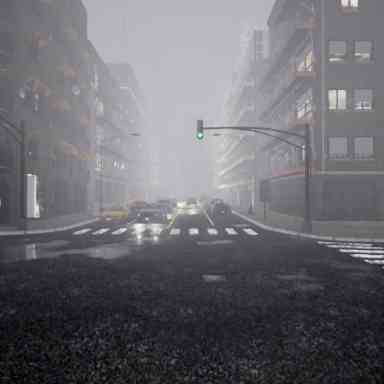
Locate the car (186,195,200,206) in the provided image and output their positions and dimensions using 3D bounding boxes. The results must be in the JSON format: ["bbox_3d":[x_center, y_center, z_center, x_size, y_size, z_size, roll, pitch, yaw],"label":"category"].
[{"bbox_3d":[-0.061,1.621,56.703,2.033,1.411,5.357,0,0,0],"label":"car"}]

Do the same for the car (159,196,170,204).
[{"bbox_3d":[-5.760,1.638,69.531,1.887,1.381,4.507,1,0,0],"label":"car"}]

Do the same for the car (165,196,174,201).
[{"bbox_3d":[-5.777,1.644,85.930,1.752,1.417,4.829,1,0,0],"label":"car"}]

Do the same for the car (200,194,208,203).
[{"bbox_3d":[2.624,1.408,69.527,2.192,1.841,5.009,1,0,0],"label":"car"}]

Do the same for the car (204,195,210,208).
[{"bbox_3d":[2.659,1.486,36.385,1.967,1.590,4.097,1,0,0],"label":"car"}]

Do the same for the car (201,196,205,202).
[{"bbox_3d":[2.645,1.643,47.432,1.802,1.307,4.206,1,0,0],"label":"car"}]

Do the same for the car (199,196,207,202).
[{"bbox_3d":[2.610,1.676,80.573,1.947,1.339,4.313,1,0,0],"label":"car"}]

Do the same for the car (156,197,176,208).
[{"bbox_3d":[-3.132,1.572,36.972,1.812,1.442,4.674,0,0,0],"label":"car"}]

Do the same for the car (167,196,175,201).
[{"bbox_3d":[-5.783,1.678,91.624,2.008,1.369,4.403,1,0,0],"label":"car"}]

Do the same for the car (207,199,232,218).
[{"bbox_3d":[2.664,1.583,30.861,1.887,1.381,4.507,1,0,0],"label":"car"}]

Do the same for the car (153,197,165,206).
[{"bbox_3d":[-5.747,1.602,58.314,1.752,1.417,4.829,1,0,0],"label":"car"}]

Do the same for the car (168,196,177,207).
[{"bbox_3d":[-3.147,1.611,49.913,2.033,1.411,5.357,0,0,0],"label":"car"}]

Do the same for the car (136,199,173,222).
[{"bbox_3d":[-3.098,1.581,26.864,2.033,1.411,5.357,0,0,4],"label":"car"}]

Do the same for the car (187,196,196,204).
[{"bbox_3d":[-0.073,1.615,67.125,1.812,1.442,4.674,0,0,0],"label":"car"}]

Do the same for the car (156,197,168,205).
[{"bbox_3d":[-5.754,1.635,64.008,2.008,1.369,4.403,1,0,0],"label":"car"}]

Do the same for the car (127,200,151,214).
[{"bbox_3d":[-5.723,1.591,36.390,1.887,1.381,4.507,1,0,0],"label":"car"}]

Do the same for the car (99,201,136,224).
[{"bbox_3d":[-5.710,1.557,25.173,1.752,1.417,4.829,1,0,0],"label":"car"}]
